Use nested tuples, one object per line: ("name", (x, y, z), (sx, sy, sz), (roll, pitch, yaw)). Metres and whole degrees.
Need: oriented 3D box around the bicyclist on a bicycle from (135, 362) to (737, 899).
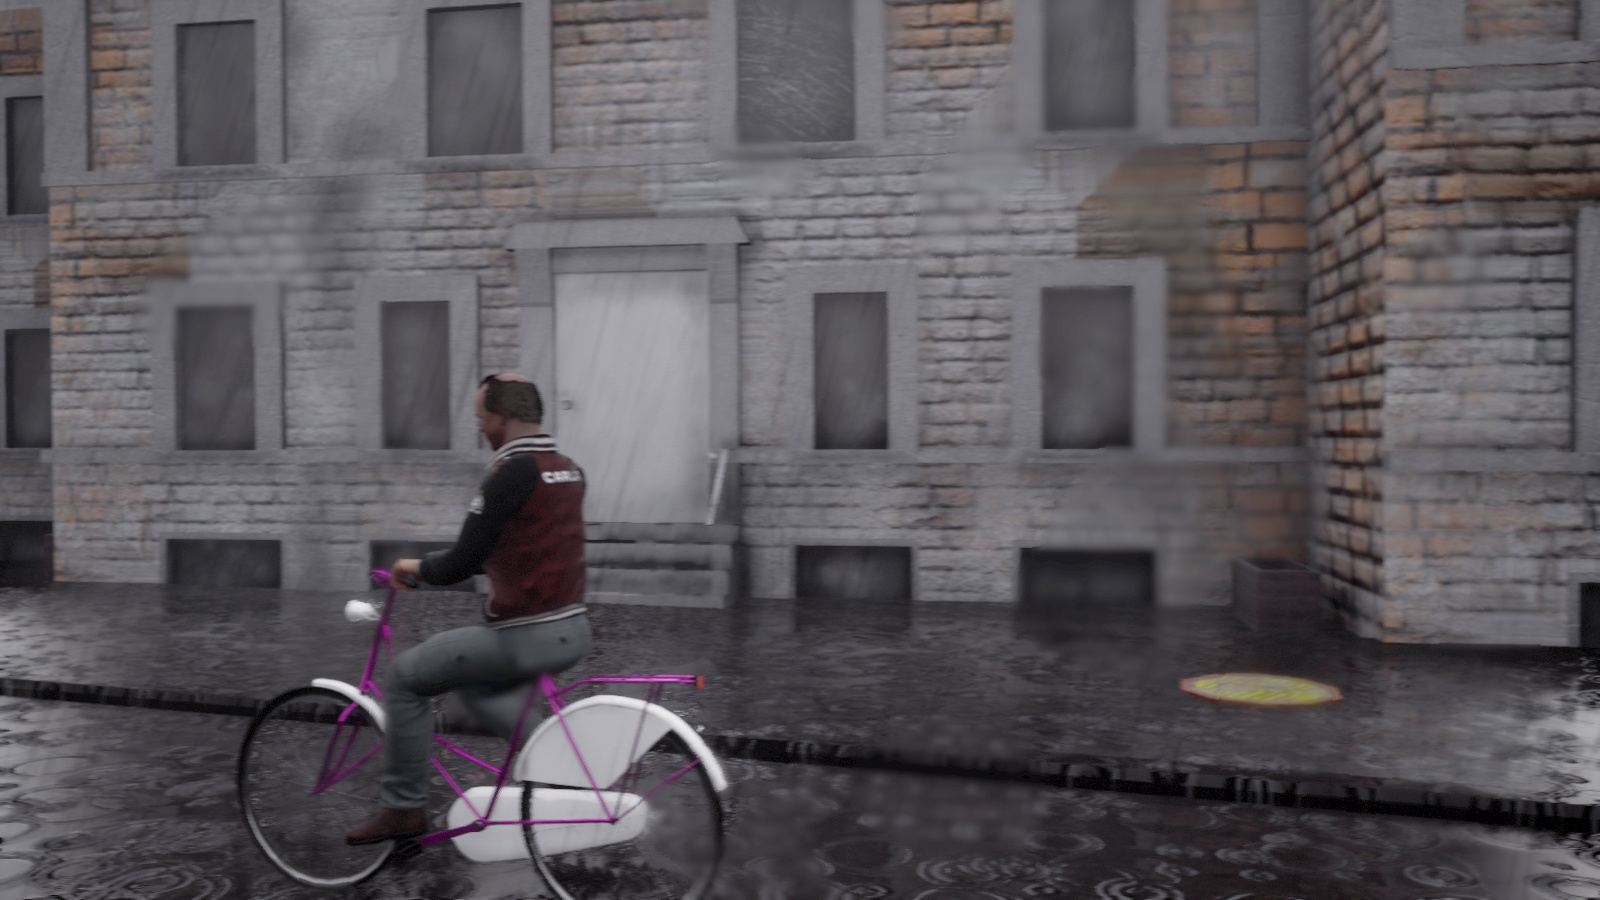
("bicyclist on a bicycle", (-1.193, 0.627, 4.120), (1.843, 1.776, 0.659), (1, 1, 19))
